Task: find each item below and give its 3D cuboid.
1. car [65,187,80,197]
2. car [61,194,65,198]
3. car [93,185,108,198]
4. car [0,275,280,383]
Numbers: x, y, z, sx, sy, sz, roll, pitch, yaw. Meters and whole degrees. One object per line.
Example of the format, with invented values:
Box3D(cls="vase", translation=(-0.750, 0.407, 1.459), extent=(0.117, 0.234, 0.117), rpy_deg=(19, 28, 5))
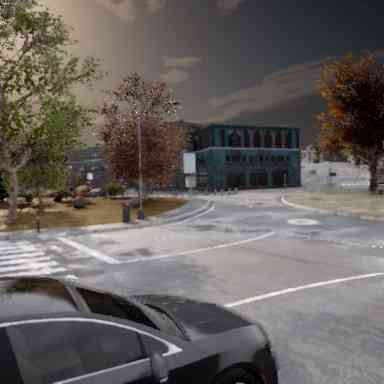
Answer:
Box3D(cls="car", translation=(-16.458, -0.018, 51.668), extent=(2.435, 2.045, 5.566), rpy_deg=(-1, 2, 16))
Box3D(cls="car", translation=(-18.846, 0.020, 53.487), extent=(2.435, 2.045, 5.566), rpy_deg=(-2, 1, 16))
Box3D(cls="car", translation=(-14.041, 0.194, 49.953), extent=(2.231, 1.521, 4.892), rpy_deg=(-1, 2, 16))
Box3D(cls="car", translation=(-1.368, 1.504, 2.714), extent=(4.892, 1.490, 1.837), rpy_deg=(0, 0, -34))
